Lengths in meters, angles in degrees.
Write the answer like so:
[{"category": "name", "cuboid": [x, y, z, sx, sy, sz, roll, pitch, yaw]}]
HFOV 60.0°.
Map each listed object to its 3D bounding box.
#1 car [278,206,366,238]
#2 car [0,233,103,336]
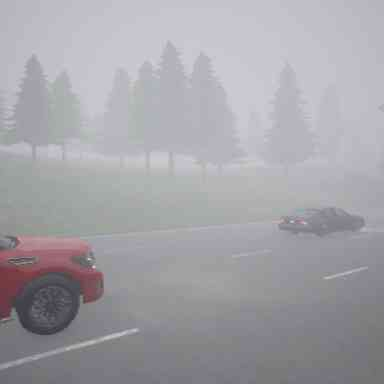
[{"category": "car", "cuboid": [6.775, 1.443, 17.174, 5.357, 1.411, 2.033, 0, 0, -36]}, {"category": "car", "cuboid": [-4.242, 1.226, 5.020, 5.566, 2.045, 2.150, 0, 0, -35]}]
